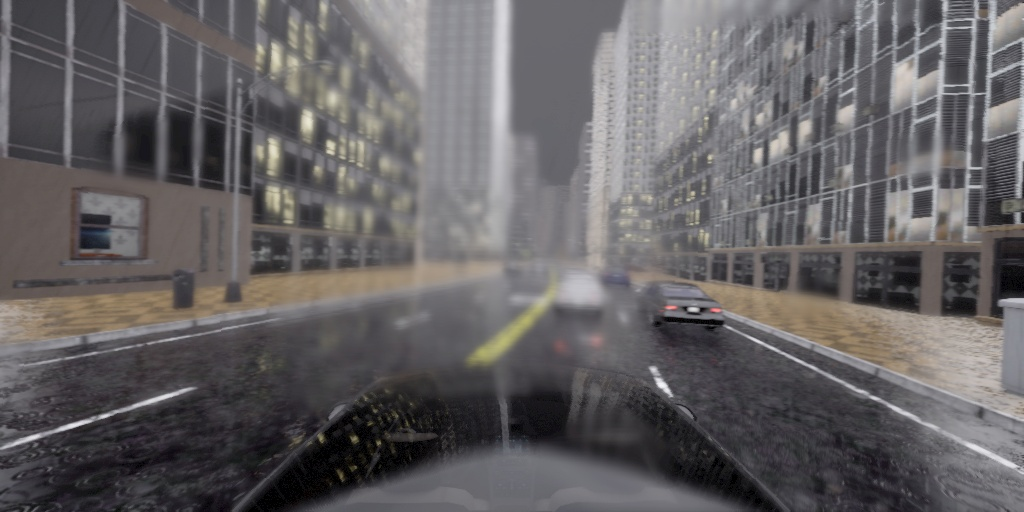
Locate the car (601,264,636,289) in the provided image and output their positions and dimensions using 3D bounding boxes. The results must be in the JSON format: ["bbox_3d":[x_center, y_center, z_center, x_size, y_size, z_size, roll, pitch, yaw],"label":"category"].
[{"bbox_3d":[8.516,1.645,29.739,2.097,1.767,4.553,2,0,8],"label":"car"}]

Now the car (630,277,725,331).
[{"bbox_3d":[5.648,1.605,12.637,2.033,1.411,5.357,2,0,11],"label":"car"}]

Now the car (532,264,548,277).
[{"bbox_3d":[3.443,1.700,44.295,2.128,1.511,4.902,2,0,6],"label":"car"}]

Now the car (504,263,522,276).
[{"bbox_3d":[0.185,1.566,44.364,1.882,1.535,5.008,2,0,6],"label":"car"}]

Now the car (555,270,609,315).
[{"bbox_3d":[2.831,1.492,15.054,1.812,1.442,4.674,2,-1,11],"label":"car"}]
